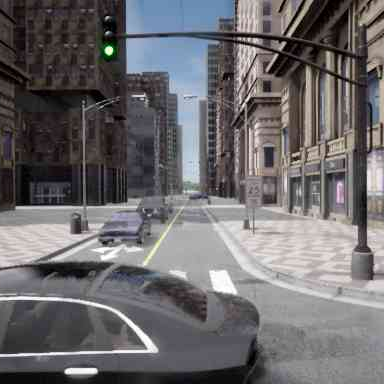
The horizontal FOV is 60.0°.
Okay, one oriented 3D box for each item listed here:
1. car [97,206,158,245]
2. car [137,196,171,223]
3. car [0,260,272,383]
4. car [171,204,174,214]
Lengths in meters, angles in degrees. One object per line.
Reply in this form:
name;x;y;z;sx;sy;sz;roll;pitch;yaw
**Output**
car;-3.108;1.642;16.512;2.033;1.411;5.357;0;0;0
car;-3.107;1.347;26.731;2.150;2.045;5.566;0;0;-1
car;-1.730;1.514;3.267;4.892;1.490;1.837;0;1;0
car;-3.090;1.682;37.062;1.812;1.442;4.674;0;0;0
